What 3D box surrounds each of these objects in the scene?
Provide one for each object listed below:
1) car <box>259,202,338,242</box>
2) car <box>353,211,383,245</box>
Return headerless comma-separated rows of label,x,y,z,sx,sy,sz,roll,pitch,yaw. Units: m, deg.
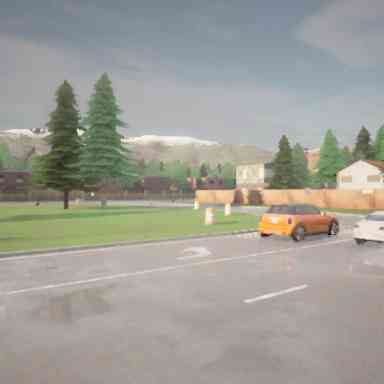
car,5.434,1.358,16.686,4.553,1.767,2.097,0,0,-40
car,8.738,1.534,14.311,4.674,1.442,1.812,0,0,-35
